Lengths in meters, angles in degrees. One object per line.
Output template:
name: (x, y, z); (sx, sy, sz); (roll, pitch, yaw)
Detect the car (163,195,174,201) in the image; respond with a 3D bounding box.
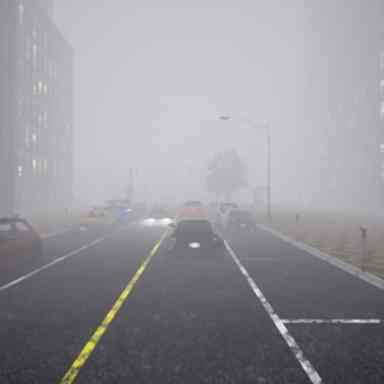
car: (-5.684, 1.935, 74.575); (1.802, 1.307, 4.206); (0, 0, 0)

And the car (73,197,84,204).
car: (-22.811, 1.640, 63.501); (4.206, 1.307, 1.802); (1, -1, -1)

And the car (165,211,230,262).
car: (0.084, 1.623, 12.310); (1.994, 1.385, 4.181); (0, 0, 0)

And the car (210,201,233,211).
car: (2.696, 1.561, 25.482); (1.967, 1.590, 4.097); (0, 0, 0)

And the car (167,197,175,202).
car: (-5.683, 1.983, 91.228); (2.008, 1.369, 4.403); (0, 0, 0)

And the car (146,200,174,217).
car: (-3.091, 1.757, 33.003); (1.895, 1.301, 4.718); (0, 0, 0)

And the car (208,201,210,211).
car: (2.696, 1.765, 42.099); (1.947, 1.339, 4.313); (0, 0, 0)

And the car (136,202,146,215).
car: (-5.685, 1.739, 36.560); (1.947, 1.339, 4.313); (0, 0, 0)

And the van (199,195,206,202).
van: (2.698, 1.746, 85.681); (1.690, 1.788, 3.998); (0, 0, 0)

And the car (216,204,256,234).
car: (2.695, 1.639, 19.943); (1.887, 1.381, 4.507); (0, 0, 0)

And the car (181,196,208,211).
car: (0.092, 1.495, 30.358); (2.097, 1.767, 4.553); (0, 0, 0)

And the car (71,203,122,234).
car: (-5.686, 1.619, 19.773); (1.752, 1.417, 4.829); (0, 0, 0)

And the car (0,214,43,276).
car: (-5.686, 1.483, 8.865); (1.967, 1.590, 4.097); (0, 0, 0)

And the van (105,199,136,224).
van: (-5.684, 1.462, 25.483); (1.690, 1.788, 3.998); (0, 0, 0)
